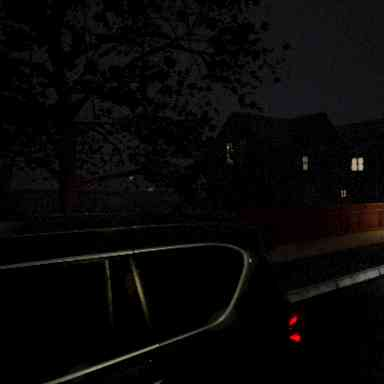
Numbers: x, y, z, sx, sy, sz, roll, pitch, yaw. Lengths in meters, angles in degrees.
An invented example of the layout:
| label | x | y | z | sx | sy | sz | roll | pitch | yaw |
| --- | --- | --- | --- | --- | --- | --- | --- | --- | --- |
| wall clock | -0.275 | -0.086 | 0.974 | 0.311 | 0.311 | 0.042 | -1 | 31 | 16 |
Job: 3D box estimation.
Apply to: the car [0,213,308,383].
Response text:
| label | x | y | z | sx | sy | sz | roll | pitch | yaw |
| --- | --- | --- | --- | --- | --- | --- | --- | --- | --- |
| car | -1.694 | 1.225 | 1.862 | 5.566 | 2.045 | 2.150 | 0 | 0 | -36 |
